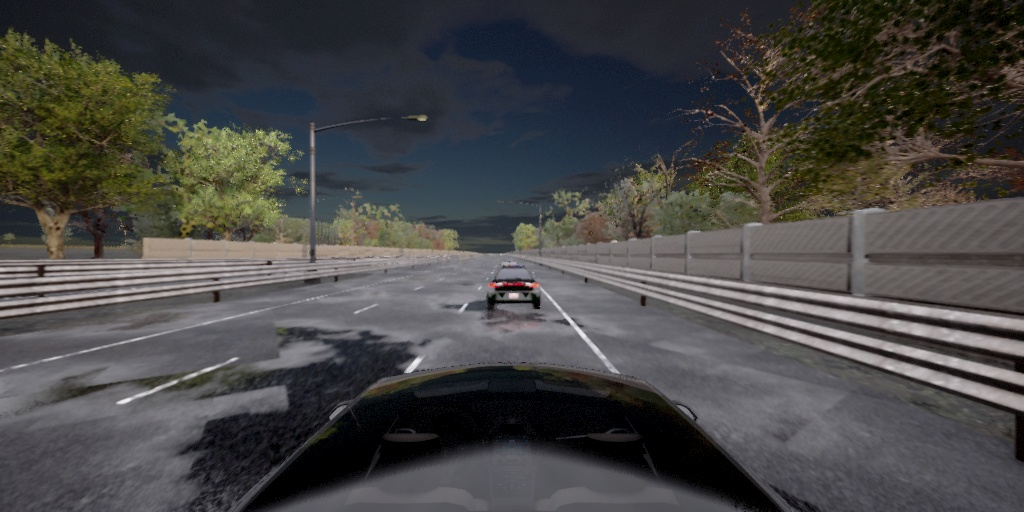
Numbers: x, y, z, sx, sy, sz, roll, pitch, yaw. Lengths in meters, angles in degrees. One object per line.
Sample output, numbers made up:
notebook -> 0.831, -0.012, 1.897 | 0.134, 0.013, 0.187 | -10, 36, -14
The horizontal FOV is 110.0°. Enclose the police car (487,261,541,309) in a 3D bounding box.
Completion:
police car -> 0.057, 1.147, 14.567 | 2.038, 1.542, 4.974 | 0, 0, 0

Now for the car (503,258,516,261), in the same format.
car -> -0.345, 0.960, 46.542 | 1.895, 1.301, 4.718 | 0, 0, -1
